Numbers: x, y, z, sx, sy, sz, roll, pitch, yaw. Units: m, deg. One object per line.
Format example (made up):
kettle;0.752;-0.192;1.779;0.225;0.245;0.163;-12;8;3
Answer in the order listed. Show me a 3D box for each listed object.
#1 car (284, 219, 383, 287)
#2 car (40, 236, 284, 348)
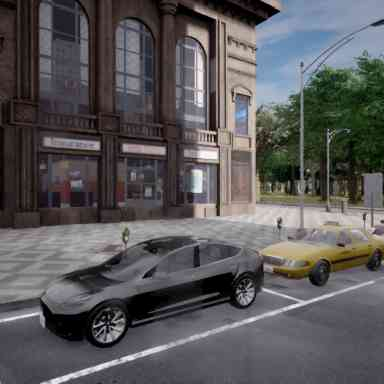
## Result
car;3.793;1.526;9.363;4.829;1.417;1.752;0;0;-36
car;-0.494;1.566;6.301;4.313;1.339;1.947;0;0;-36
